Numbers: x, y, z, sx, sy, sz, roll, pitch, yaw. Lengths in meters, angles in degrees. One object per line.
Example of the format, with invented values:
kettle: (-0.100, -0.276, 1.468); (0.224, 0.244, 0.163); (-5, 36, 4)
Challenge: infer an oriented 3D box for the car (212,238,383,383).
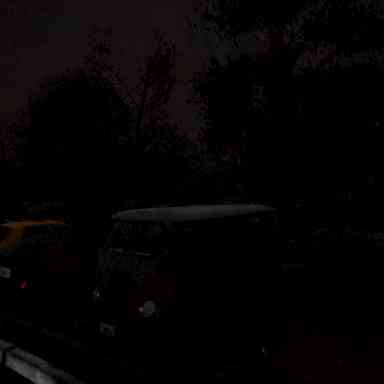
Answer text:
car: (2.494, 1.503, 4.687); (2.163, 1.488, 4.792); (0, 0, 35)

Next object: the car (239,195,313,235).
car: (5.153, 1.228, 18.818); (2.435, 2.045, 5.566); (0, 0, 35)

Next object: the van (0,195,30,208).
van: (-19.697, 1.353, 36.527); (1.878, 1.987, 4.442); (0, 0, 35)

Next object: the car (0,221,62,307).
car: (-2.054, 1.508, 7.966); (2.163, 1.488, 4.792); (0, 0, 35)

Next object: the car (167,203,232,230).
car: (0.617, 1.526, 22.049); (2.002, 1.452, 4.674); (0, 0, 35)

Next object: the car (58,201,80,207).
car: (-8.401, 1.551, 28.376); (2.163, 1.488, 4.792); (0, 0, 35)

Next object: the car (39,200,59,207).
car: (-10.663, 1.533, 30.000); (2.097, 1.535, 5.008); (0, 0, 35)

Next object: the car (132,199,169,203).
car: (-1.559, 1.493, 23.580); (2.097, 1.535, 5.008); (0, 0, 35)

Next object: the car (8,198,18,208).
car: (-15.213, 1.596, 33.215); (2.002, 1.452, 4.674); (0, 0, 35)

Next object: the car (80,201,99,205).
car: (-6.091, 1.539, 26.818); (2.163, 1.488, 4.792); (0, 0, 35)

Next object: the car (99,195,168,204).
car: (-3.850, 1.249, 25.168); (2.435, 2.045, 5.566); (0, 0, 35)

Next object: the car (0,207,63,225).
car: (-6.653, 1.484, 11.167); (2.097, 1.535, 5.008); (0, 0, 35)

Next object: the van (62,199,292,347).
van: (0.153, 1.250, 6.231); (1.878, 1.987, 4.442); (0, 0, 35)

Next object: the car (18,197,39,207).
car: (-13.043, 1.541, 31.460); (1.946, 1.575, 5.366); (0, 0, 35)

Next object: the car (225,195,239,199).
car: (2.977, 1.231, 20.351); (2.435, 2.045, 5.566); (0, 0, 35)
